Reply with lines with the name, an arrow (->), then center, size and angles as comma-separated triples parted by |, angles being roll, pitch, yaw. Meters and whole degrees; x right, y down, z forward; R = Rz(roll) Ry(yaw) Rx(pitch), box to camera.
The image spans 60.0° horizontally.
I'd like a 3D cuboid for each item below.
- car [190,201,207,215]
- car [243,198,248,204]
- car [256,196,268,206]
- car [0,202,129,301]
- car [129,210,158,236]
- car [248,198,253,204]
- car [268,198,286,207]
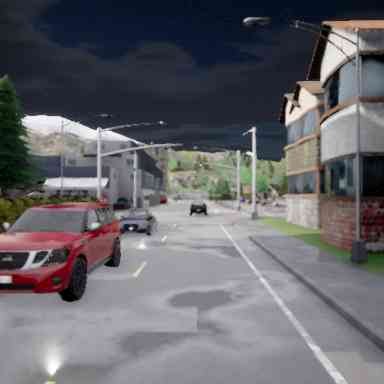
car -> 0.751, 1.803, 38.206 | 1.882, 1.535, 5.008 | -1, 0, 1
car -> 15.158, 2.017, 79.080 | 4.605, 1.855, 1.932 | 0, -1, 1
car -> 15.289, 1.897, 63.375 | 5.027, 1.636, 2.152 | 0, -1, 1
car -> -3.453, 1.323, 8.975 | 2.150, 2.045, 5.566 | 0, -1, 1
car -> -3.208, 1.784, 19.780 | 1.994, 1.385, 4.181 | 0, -1, 2
car -> 15.518, 1.964, 76.168 | 3.866, 1.878, 1.905 | 0, -1, 1
car -> 15.498, 1.904, 56.953 | 3.806, 1.475, 1.970 | 0, -1, 1
